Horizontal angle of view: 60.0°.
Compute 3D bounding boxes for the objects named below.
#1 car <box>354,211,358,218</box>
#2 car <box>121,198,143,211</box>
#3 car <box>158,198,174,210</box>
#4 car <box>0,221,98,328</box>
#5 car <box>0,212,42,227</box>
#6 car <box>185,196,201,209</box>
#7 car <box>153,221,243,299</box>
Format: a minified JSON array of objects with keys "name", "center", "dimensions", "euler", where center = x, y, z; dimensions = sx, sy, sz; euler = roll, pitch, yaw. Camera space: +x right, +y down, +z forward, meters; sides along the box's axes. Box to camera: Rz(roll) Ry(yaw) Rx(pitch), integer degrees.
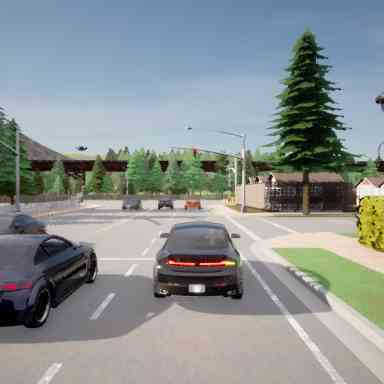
[{"name":"car","center":[14.853,1.466,25.050],"dimensions":[4.892,1.490,1.837],"euler":[0,0,-1]},{"name":"car","center":[-7.091,1.491,39.624],"dimensions":[2.128,1.511,4.902],"euler":[0,0,0]},{"name":"car","center":[-3.411,1.505,43.737],"dimensions":[1.837,1.490,4.892],"euler":[0,0,0]},{"name":"car","center":[-3.420,1.564,6.979],"dimensions":[1.994,1.385,4.181],"euler":[0,0,0]},{"name":"car","center":[-7.090,1.526,12.455],"dimensions":[1.812,1.442,4.674],"euler":[0,0,0]},{"name":"car","center":[0.097,1.352,45.401],"dimensions":[2.097,1.767,4.553],"euler":[0,0,0]},{"name":"car","center":[0.193,1.505,8.465],"dimensions":[1.837,1.490,4.892],"euler":[0,0,2]}]
